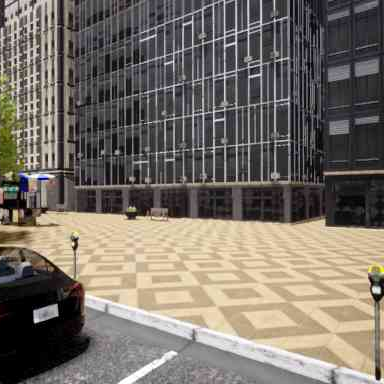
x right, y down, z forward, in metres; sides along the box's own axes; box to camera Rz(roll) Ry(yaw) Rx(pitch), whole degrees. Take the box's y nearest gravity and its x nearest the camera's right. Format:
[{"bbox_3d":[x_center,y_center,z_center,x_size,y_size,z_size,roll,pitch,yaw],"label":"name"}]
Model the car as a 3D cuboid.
[{"bbox_3d":[-3.531,1.566,5.406,4.313,1.339,1.947,0,0,36],"label":"car"}]
